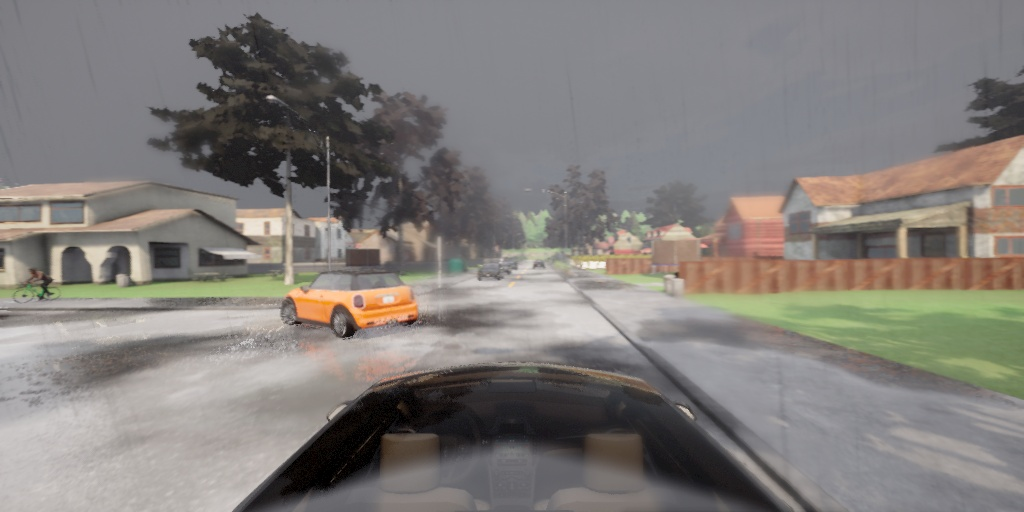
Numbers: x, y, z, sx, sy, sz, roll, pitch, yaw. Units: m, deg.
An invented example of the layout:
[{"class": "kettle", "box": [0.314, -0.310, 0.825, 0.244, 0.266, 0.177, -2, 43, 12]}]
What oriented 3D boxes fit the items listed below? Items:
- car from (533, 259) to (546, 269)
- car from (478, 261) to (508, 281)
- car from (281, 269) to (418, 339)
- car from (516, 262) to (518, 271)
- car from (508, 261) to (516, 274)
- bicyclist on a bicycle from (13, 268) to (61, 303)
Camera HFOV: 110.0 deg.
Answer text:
[{"class": "car", "box": [4.246, 1.245, 56.094, 1.812, 1.442, 4.674, -1, 0, 4]}, {"class": "car", "box": [-1.751, 1.294, 31.072, 1.837, 1.490, 4.892, -1, 0, 4]}, {"class": "car", "box": [-4.887, 1.174, 10.592, 4.553, 1.767, 2.097, -1, 0, 37]}, {"class": "car", "box": [-0.219, 1.342, 50.285, 1.994, 1.385, 4.181, -1, 0, 6]}, {"class": "car", "box": [-1.036, 1.276, 40.385, 2.128, 1.511, 4.902, -1, 0, 5]}, {"class": "bicyclist on a bicycle", "box": [-23.023, 1.425, 17.412, 0.582, 1.620, 1.656, -1, 0, 4]}]
